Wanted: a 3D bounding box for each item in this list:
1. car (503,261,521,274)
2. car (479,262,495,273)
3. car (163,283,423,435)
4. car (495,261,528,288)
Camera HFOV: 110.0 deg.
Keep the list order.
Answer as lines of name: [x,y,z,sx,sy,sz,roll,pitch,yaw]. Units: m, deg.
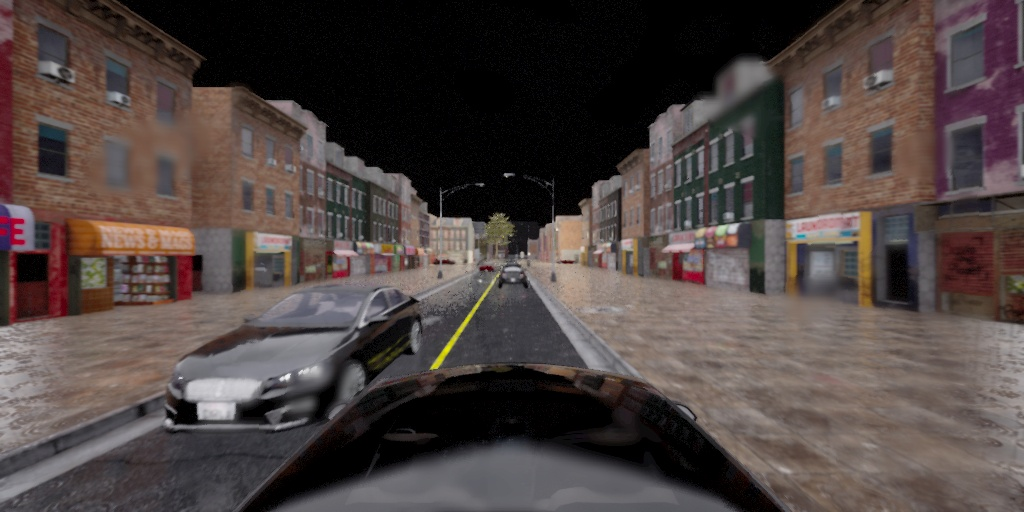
car: [0.023,1.289,42.036,1.994,1.385,4.181,0,0,0]
car: [-2.914,1.326,42.903,1.895,1.301,4.718,0,0,0]
car: [-2.848,1.239,5.917,2.128,1.511,4.902,0,0,0]
car: [0.058,1.261,23.747,1.812,1.442,4.674,0,0,0]
